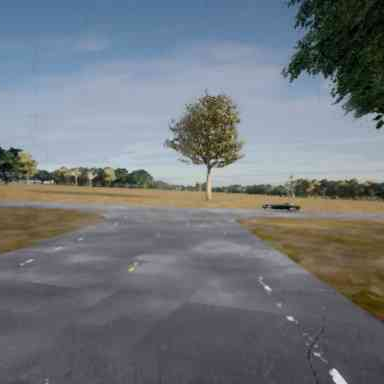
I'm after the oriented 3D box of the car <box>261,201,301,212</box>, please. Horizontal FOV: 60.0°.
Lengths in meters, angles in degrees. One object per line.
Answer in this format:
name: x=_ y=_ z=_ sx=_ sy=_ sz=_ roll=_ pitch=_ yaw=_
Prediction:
car: x=11.265 y=1.831 z=42.401 sx=4.718 sy=1.301 sz=1.895 roll=2 pitch=0 yaw=1
